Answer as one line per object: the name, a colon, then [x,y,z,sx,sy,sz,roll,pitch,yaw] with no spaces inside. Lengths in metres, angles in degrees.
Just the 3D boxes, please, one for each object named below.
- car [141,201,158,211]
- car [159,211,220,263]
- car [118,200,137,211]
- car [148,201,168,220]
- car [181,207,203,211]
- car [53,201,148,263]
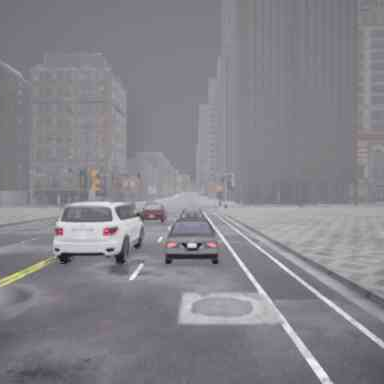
car: [-6.527,2.112,51.579,1.837,1.490,4.892,0,-1,0]
car: [0.010,1.679,12.529,2.033,1.411,5.357,0,-1,0]
car: [-9.784,2.073,50.832,1.882,1.535,5.008,0,-1,0]
car: [-3.226,1.804,29.242,1.882,1.535,5.008,0,0,0]
car: [0.016,1.916,28.254,1.895,1.301,4.718,0,-1,1]
car: [-3.240,1.357,12.579,2.150,2.045,5.566,0,0,0]
